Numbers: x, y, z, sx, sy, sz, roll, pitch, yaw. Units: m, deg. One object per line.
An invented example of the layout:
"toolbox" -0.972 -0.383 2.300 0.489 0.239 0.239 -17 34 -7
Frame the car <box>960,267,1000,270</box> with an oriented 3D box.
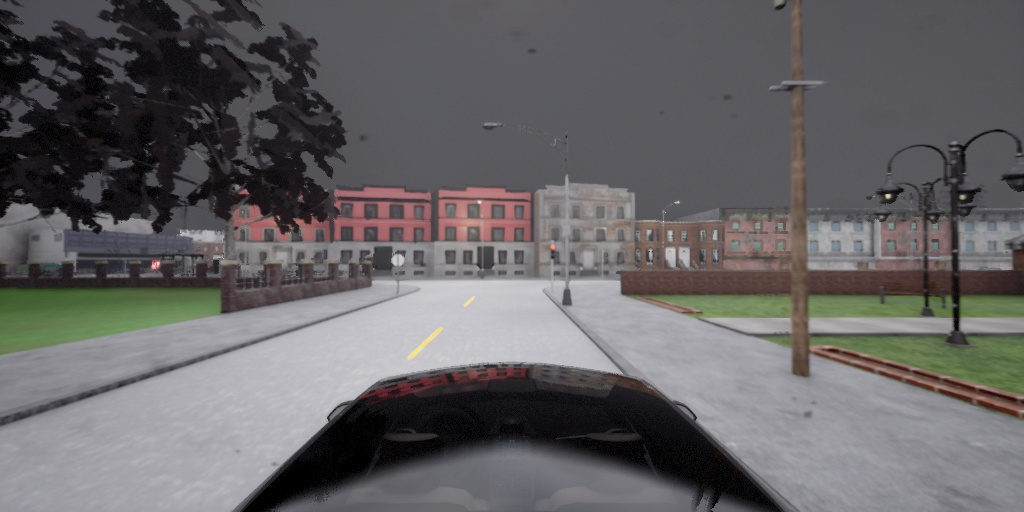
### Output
"car" 46.328 1.777 35.657 5.357 1.411 2.033 0 -1 0
